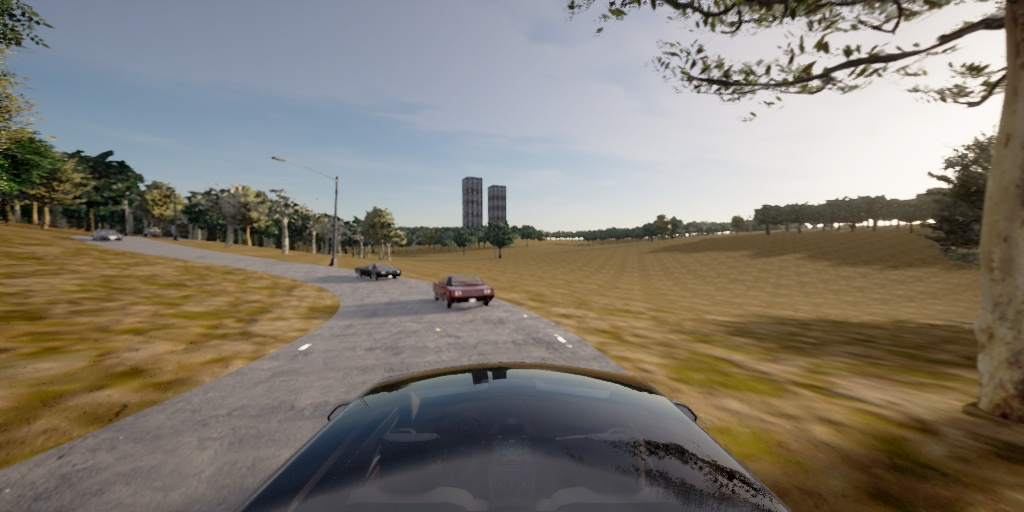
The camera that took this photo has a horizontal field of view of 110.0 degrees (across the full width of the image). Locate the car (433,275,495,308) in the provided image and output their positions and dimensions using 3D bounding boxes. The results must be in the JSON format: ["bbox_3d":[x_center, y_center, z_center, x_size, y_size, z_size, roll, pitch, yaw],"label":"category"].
[{"bbox_3d":[-2.375,1.494,16.327,1.895,1.301,4.718,-1,0,-21],"label":"car"}]

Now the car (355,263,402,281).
[{"bbox_3d":[-10.984,1.194,29.190,4.718,1.301,1.895,4,4,44],"label":"car"}]
